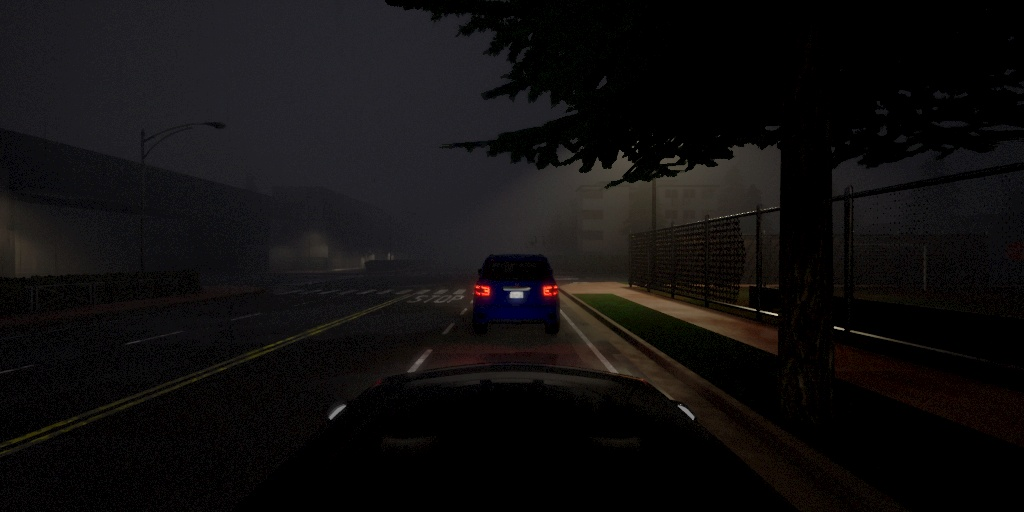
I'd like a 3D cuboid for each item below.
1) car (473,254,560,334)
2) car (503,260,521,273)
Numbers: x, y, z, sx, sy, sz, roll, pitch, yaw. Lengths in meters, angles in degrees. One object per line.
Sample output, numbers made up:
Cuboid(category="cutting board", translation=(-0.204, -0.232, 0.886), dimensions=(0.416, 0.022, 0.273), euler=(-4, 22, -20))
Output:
Cuboid(category="car", translation=(0.113, 0.972, 10.780), dimensions=(2.150, 2.045, 5.566), euler=(0, 0, 0))
Cuboid(category="car", translation=(0.015, 1.241, 45.649), dimensions=(2.128, 1.511, 4.902), euler=(0, 0, 0))
